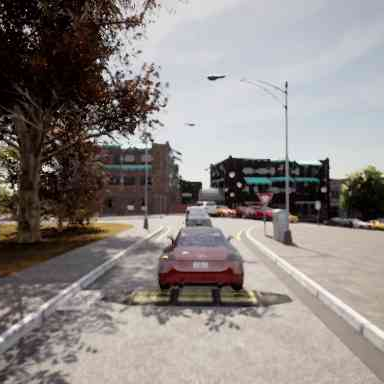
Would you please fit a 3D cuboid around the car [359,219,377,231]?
[{"bbox_3d":[24.864,4.834,50.572,2.002,1.452,4.674,7,-4,-30],"label":"car"}]

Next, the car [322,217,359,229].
[{"bbox_3d":[21.900,4.546,50.017,2.002,1.452,4.674,7,-4,-30],"label":"car"}]

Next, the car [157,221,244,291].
[{"bbox_3d":[0.229,1.635,9.061,1.994,1.385,4.181,0,-3,1],"label":"car"}]

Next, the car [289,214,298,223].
[{"bbox_3d":[12.949,3.641,48.515,1.946,1.575,5.366,7,-4,-31],"label":"car"}]

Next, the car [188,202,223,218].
[{"bbox_3d":[1.299,2.396,46.007,2.435,2.045,5.566,1,-2,-31],"label":"car"}]

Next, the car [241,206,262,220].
[{"bbox_3d":[7.136,2.938,47.176,2.185,1.767,4.553,6,-4,-31],"label":"car"}]

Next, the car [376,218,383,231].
[{"bbox_3d":[27.736,5.080,51.266,1.946,1.575,5.366,7,-4,-30],"label":"car"}]

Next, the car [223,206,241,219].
[{"bbox_3d":[4.171,2.688,46.636,2.185,1.767,4.553,4,-3,-32],"label":"car"}]

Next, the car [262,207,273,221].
[{"bbox_3d":[10.126,3.104,47.776,2.435,2.045,5.566,7,-4,-31],"label":"car"}]

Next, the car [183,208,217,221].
[{"bbox_3d":[0.366,2.092,24.298,2.033,1.411,5.357,0,-2,-2],"label":"car"}]
